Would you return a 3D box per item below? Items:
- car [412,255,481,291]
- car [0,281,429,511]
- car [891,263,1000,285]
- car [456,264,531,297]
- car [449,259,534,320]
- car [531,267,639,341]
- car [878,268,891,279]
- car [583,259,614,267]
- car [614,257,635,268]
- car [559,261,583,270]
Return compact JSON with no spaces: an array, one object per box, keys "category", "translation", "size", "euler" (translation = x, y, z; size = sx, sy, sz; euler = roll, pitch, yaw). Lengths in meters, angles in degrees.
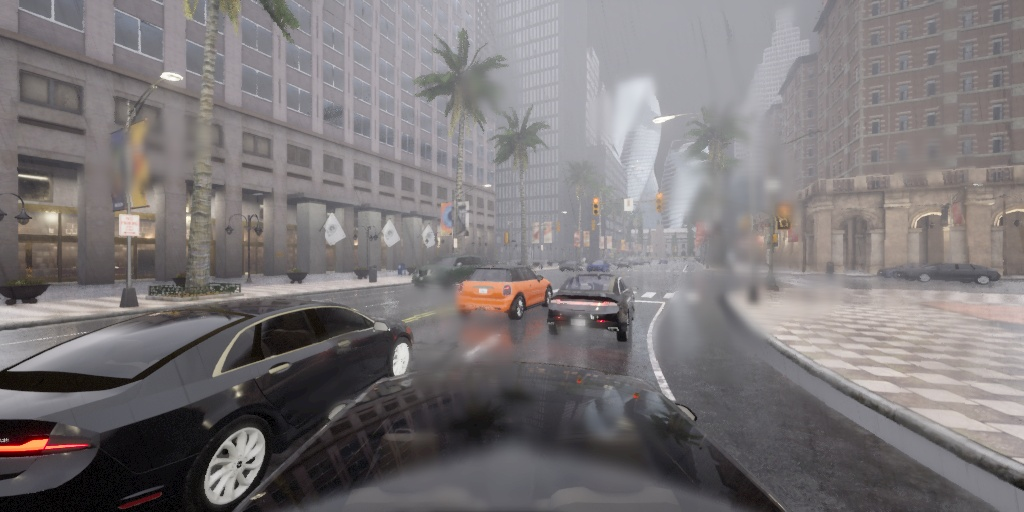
[{"category":"car","translation":[-3.722,0.971,22.400],"size":[2.150,2.045,5.566],"euler":[0,0,27]},{"category":"car","translation":[-2.841,1.255,4.329],"size":[1.837,1.490,4.892],"euler":[0,0,8]},{"category":"car","translation":[31.661,1.255,26.183],"size":[4.892,1.490,1.837],"euler":[0,0,25]},{"category":"car","translation":[-0.874,1.241,20.261],"size":[2.128,1.511,4.902],"euler":[0,0,26]},{"category":"car","translation":[-0.051,1.102,13.028],"size":[2.097,1.767,4.553],"euler":[0,0,23]},{"category":"car","translation":[2.374,1.242,9.999],"size":[2.128,1.511,4.902],"euler":[0,0,22]},{"category":"car","translation":[33.036,1.314,29.406],"size":[4.181,1.385,1.994],"euler":[0,0,27]},{"category":"car","translation":[10.294,1.227,42.506],"size":[1.882,1.535,5.008],"euler":[0,0,27]},{"category":"car","translation":[18.393,1.254,58.571],"size":[1.837,1.490,4.892],"euler":[0,0,27]},{"category":"car","translation":[7.528,1.297,44.797],"size":[2.033,1.411,5.357],"euler":[0,0,27]}]
